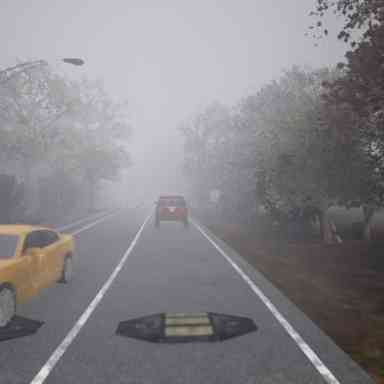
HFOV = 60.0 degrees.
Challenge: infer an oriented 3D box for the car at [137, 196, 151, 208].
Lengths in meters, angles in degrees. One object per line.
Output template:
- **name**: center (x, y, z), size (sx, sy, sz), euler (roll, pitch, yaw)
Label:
- **car**: center (-7.925, 1.614, 55.167), size (2.150, 2.045, 5.566), euler (0, -3, -5)

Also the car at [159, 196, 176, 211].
- **car**: center (-3.083, 1.363, 41.428), size (2.097, 1.767, 4.553), euler (0, -1, -5)

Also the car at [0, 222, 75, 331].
- **car**: center (-3.890, 1.433, 6.699), size (1.882, 1.535, 5.008), euler (0, -2, -3)

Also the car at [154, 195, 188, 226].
- **car**: center (-1.473, 1.222, 23.492), size (2.150, 2.045, 5.566), euler (0, 0, -4)
